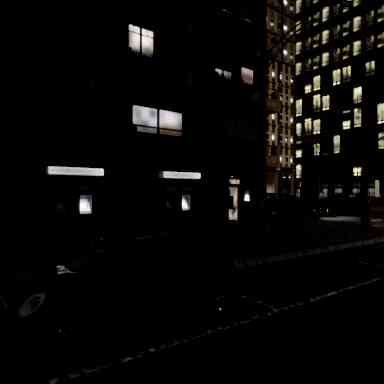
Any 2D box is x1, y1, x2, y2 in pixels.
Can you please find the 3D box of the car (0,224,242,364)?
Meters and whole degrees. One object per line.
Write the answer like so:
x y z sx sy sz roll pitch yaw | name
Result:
-1.116 1.440 5.780 4.097 1.590 1.967 0 0 -36 | car

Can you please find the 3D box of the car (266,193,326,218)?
7.630 1.010 26.746 2.192 1.841 5.009 2 0 -36 | car

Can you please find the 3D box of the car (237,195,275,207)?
7.759 1.073 40.698 1.947 1.339 4.313 1 0 -36 | car

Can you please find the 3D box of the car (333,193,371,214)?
14.342 1.029 31.763 2.192 1.841 5.009 1 0 -36 | car

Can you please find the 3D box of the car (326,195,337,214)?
9.429 1.197 28.638 1.837 1.490 4.892 0 1 -36 | car
